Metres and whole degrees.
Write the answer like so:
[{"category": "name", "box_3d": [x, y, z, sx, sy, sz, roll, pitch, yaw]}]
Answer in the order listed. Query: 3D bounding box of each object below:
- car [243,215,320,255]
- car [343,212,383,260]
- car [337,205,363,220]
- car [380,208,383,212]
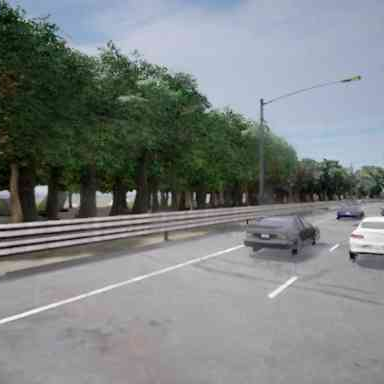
[{"category": "car", "box_3d": [3.940, 1.667, 13.986, 2.033, 1.411, 5.357, 0, -1, 32]}, {"category": "car", "box_3d": [6.916, 1.630, 12.139, 1.812, 1.442, 4.674, 0, -2, 32]}, {"category": "car", "box_3d": [15.112, 1.916, 31.683, 1.994, 1.385, 4.181, 0, -1, 32]}, {"category": "car", "box_3d": [17.897, 1.849, 29.535, 1.837, 1.490, 4.892, 0, -1, 32]}]
